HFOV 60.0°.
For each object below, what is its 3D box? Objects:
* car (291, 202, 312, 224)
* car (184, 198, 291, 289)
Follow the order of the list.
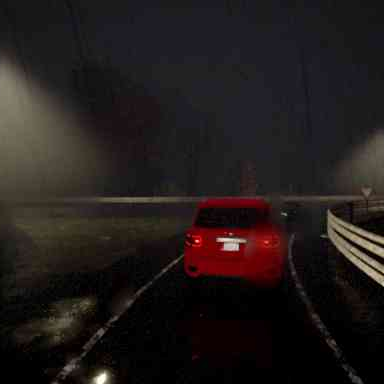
[{"bbox_3d":[7.033,1.412,23.277,1.994,1.385,4.181,0,0,31],"label":"car"},{"bbox_3d":[1.245,1.161,9.231,2.150,2.045,5.566,0,0,10],"label":"car"}]
